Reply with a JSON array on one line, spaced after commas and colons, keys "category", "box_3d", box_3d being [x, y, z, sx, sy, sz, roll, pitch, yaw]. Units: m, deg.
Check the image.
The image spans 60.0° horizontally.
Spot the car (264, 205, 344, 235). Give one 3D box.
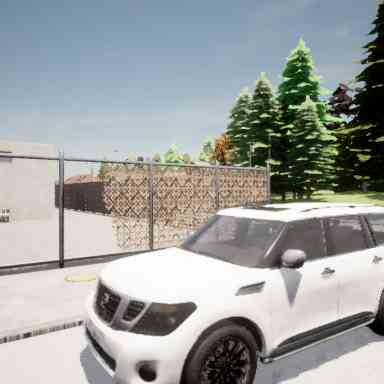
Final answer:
[{"category": "car", "box_3d": [6.552, 1.564, 19.886, 1.994, 1.385, 4.181, 0, 0, -35]}]

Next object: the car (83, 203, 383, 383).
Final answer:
[{"category": "car", "box_3d": [1.273, 1.222, 5.169, 5.566, 2.045, 2.150, 0, 0, -32]}]
